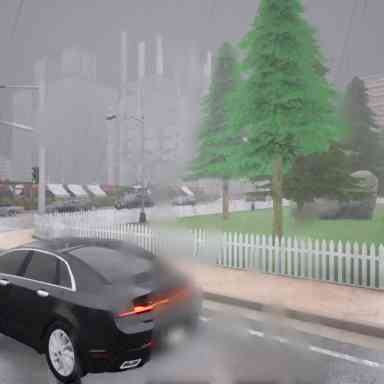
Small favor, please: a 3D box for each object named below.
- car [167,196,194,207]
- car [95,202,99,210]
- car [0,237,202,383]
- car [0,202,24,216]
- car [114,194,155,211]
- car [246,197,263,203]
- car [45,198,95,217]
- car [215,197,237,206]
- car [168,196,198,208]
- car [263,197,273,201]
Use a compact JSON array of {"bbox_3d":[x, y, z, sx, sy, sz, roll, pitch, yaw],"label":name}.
[{"bbox_3d":[-1.864,1.505,53.879,1.837,1.490,4.892,0,0,34],"label":"car"},{"bbox_3d":[-12.862,1.478,37.551,1.882,1.535,5.008,0,0,34],"label":"car"},{"bbox_3d":[-2.143,1.505,5.454,4.892,1.490,1.837,0,0,36],"label":"car"},{"bbox_3d":[-17.996,1.601,30.017,1.895,1.301,4.718,0,0,36],"label":"car"},{"bbox_3d":[-6.832,1.221,40.253,2.150,2.045,5.566,0,0,34],"label":"car"},{"bbox_3d":[11.858,1.221,61.475,2.150,2.045,5.566,0,0,34],"label":"car"},{"bbox_3d":[-12.302,1.491,32.104,2.128,1.511,4.902,0,0,34],"label":"car"},{"bbox_3d":[5.263,1.526,51.637,1.812,1.442,4.674,0,0,34],"label":"car"},{"bbox_3d":[-1.130,1.352,48.717,2.097,1.767,4.553,0,0,34],"label":"car"},{"bbox_3d":[14.956,1.564,59.811,1.994,1.385,4.181,0,0,34],"label":"car"}]
